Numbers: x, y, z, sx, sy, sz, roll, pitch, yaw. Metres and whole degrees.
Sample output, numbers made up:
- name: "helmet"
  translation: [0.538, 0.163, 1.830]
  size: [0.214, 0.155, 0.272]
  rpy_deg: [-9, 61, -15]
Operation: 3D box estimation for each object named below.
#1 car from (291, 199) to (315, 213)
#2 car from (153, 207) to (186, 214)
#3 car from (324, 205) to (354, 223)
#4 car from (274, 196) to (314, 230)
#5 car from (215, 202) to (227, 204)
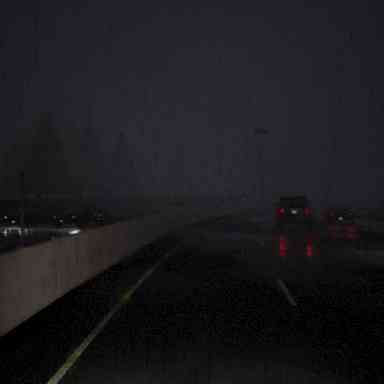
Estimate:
- name: "car"
  translation: [13.373, 1.611, 39.766]
  size: [2.128, 1.511, 4.902]
  rpy_deg: [0, 0, 26]
- name: "car"
  translation: [-1.878, 1.527, 30.637]
  size: [1.882, 1.535, 5.008]
  rpy_deg: [0, 0, 19]
- name: "car"
  translation: [11.750, 1.691, 26.856]
  size: [1.895, 1.301, 4.718]
  rpy_deg: [0, 0, 18]
- name: "car"
  translation: [6.707, 1.286, 22.165]
  size: [2.150, 2.045, 5.566]
  rpy_deg: [0, 0, 15]
- name: "car"
  translation: [4.744, 1.606, 61.414]
  size: [1.882, 1.535, 5.008]
  rpy_deg: [0, 0, 29]
